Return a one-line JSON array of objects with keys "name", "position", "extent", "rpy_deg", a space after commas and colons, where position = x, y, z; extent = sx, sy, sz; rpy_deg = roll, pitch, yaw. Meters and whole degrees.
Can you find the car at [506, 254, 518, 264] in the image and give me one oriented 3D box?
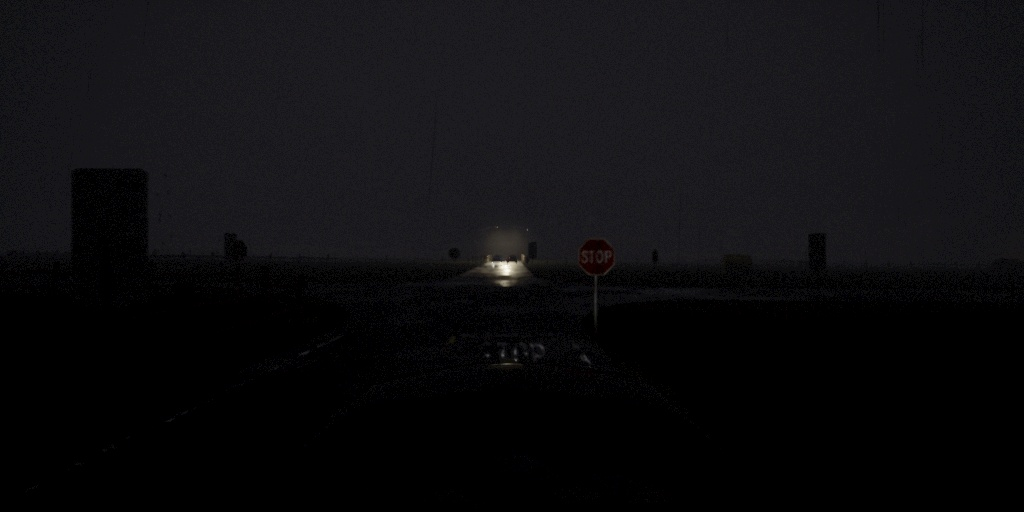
[{"name": "car", "position": [-0.015, 0.574, 64.155], "extent": [1.837, 1.490, 4.892], "rpy_deg": [0, 1, 0]}]
